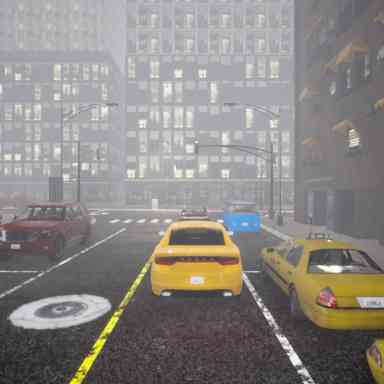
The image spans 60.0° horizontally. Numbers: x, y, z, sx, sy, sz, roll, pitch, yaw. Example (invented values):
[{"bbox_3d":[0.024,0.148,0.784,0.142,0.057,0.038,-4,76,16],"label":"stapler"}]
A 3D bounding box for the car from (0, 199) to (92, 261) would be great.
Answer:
[{"bbox_3d":[-5.292,1.318,12.495,2.192,1.841,5.009,0,0,0],"label":"car"}]

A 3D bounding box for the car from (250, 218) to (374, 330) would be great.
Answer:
[{"bbox_3d":[2.579,1.527,7.012,1.752,1.417,4.829,0,0,0],"label":"car"}]

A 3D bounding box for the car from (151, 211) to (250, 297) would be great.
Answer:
[{"bbox_3d":[0.112,1.479,8.623,1.882,1.535,5.008,0,0,0],"label":"car"}]

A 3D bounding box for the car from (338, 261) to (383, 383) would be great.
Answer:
[{"bbox_3d":[2.570,1.525,1.372,1.752,1.417,4.829,0,0,0],"label":"car"}]

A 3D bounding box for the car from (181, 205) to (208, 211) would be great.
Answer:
[{"bbox_3d":[0.133,1.497,19.095,2.128,1.511,4.902,0,0,0],"label":"car"}]

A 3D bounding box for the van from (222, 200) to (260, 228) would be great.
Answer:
[{"bbox_3d":[2.597,1.346,18.122,1.690,1.788,3.998,0,0,0],"label":"van"}]

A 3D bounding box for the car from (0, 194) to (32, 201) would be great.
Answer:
[{"bbox_3d":[-20.815,1.112,38.136,5.009,1.841,2.192,1,-1,0],"label":"car"}]
